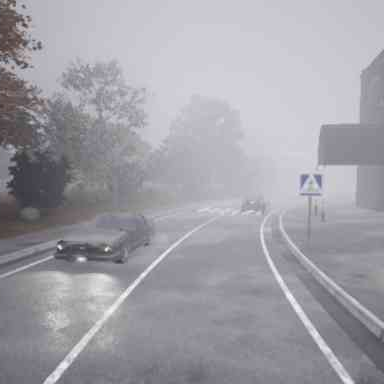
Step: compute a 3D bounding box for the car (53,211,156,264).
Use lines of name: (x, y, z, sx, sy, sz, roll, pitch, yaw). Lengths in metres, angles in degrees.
car: (-2.661, 1.415, 11.704, 2.033, 1.411, 5.357, 1, 1, 8)

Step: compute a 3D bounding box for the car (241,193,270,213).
car: (5.914, 0.901, 30.519, 2.097, 1.767, 4.553, 2, 2, 19)
